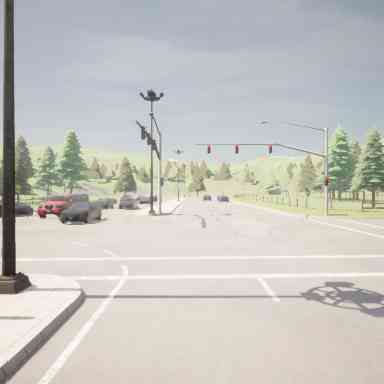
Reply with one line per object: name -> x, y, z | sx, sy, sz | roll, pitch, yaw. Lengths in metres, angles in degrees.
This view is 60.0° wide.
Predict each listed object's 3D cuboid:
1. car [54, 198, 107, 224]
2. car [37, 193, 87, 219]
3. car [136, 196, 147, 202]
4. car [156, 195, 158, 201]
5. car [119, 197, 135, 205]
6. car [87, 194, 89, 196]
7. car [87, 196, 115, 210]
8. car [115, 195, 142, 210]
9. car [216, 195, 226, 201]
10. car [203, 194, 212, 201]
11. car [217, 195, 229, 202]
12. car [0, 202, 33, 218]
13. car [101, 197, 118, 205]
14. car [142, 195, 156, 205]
car -> -8.076, 1.477, 24.670 | 1.882, 1.535, 5.008 | 0, 0, 0
car -> -11.571, 1.222, 29.577 | 2.150, 2.045, 5.566 | 0, 0, 0
car -> -11.377, 1.547, 75.127 | 1.994, 1.385, 4.181 | 0, 0, 1
car -> -7.890, 1.473, 73.899 | 1.882, 1.535, 5.008 | 0, 0, 0
car -> -11.515, 1.601, 59.494 | 1.895, 1.301, 4.718 | 0, 0, 0
car -> -15.058, 1.221, 43.703 | 2.150, 2.045, 5.566 | 0, 0, 0
car -> -11.556, 1.491, 43.401 | 2.128, 1.511, 4.902 | 0, 0, 0
car -> -8.056, 1.505, 42.406 | 1.837, 1.490, 4.892 | 0, 0, 0
car -> 7.340, 1.525, 84.312 | 2.128, 1.511, 4.902 | 0, 0, 2
car -> 3.832, 1.355, 84.055 | 2.097, 1.767, 4.553 | 0, 0, 2
car -> 7.112, 1.478, 73.908 | 1.882, 1.535, 5.008 | 0, 0, 1
car -> -16.538, 1.564, 30.059 | 1.994, 1.385, 4.181 | 0, 0, 23
car -> -15.003, 1.600, 60.621 | 1.895, 1.301, 4.718 | 0, 0, 0
car -> -8.024, 1.547, 58.013 | 2.033, 1.411, 5.357 | 0, 0, 0
